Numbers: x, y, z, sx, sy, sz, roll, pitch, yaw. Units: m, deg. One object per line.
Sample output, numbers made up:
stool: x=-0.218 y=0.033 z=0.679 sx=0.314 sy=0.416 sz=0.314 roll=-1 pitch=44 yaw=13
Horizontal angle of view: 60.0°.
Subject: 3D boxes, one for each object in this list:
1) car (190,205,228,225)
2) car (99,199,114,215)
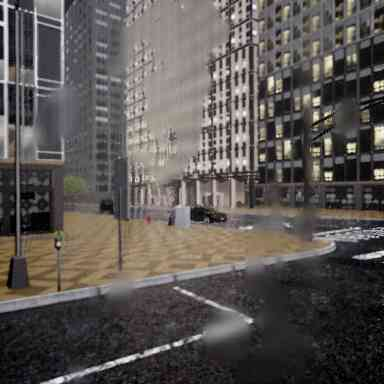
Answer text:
car: x=0.959 y=1.925 z=28.751 sx=1.882 sy=1.535 sz=5.008 roll=0 pitch=0 yaw=-37
car: x=-10.502 y=1.929 z=44.138 sx=2.150 sy=2.045 sz=5.566 roll=0 pitch=0 yaw=-37
